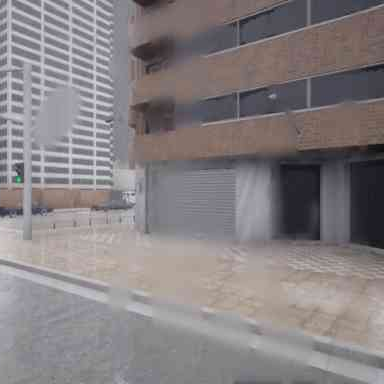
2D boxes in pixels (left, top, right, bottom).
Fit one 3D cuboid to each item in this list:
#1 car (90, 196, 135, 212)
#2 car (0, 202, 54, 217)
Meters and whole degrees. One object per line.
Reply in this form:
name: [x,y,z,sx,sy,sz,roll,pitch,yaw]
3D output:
car: [-9.374,1.547,39.410,2.033,1.411,5.357,0,0,36]
car: [-15.529,1.601,30.953,1.895,1.301,4.718,0,0,36]
